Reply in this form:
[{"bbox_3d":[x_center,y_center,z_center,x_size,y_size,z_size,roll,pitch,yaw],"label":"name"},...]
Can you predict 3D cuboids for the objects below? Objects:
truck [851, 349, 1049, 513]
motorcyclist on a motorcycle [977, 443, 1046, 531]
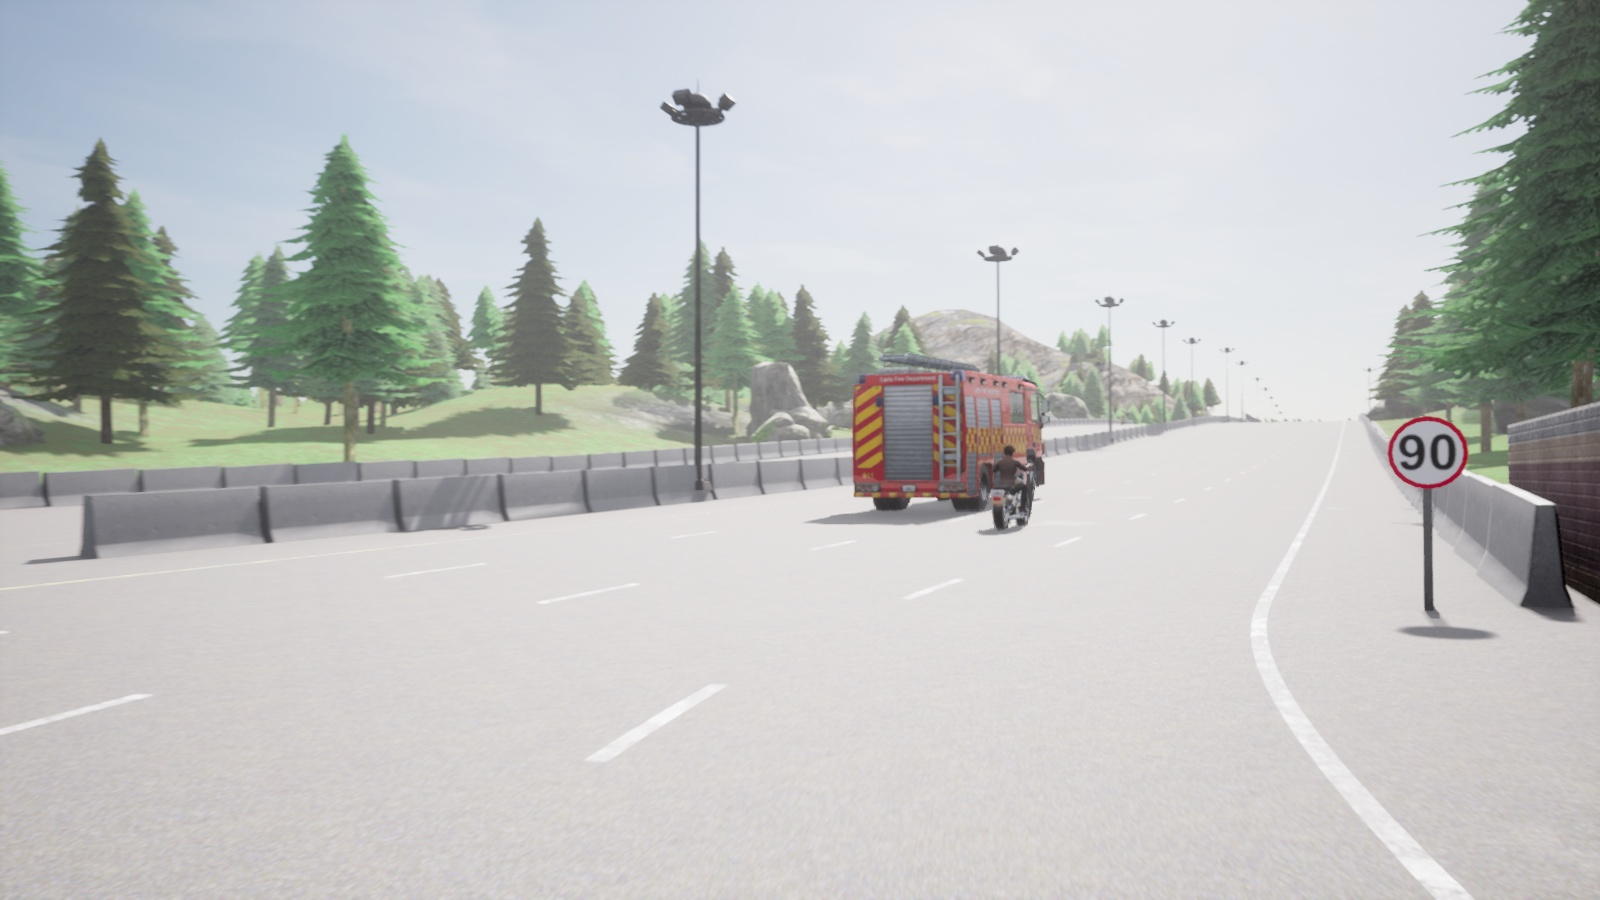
[{"bbox_3d":[4.276,-0.481,33.610,2.891,3.827,8.468,-1,1,24],"label":"truck"},{"bbox_3d":[4.173,0.692,24.615,0.766,1.649,2.350,-1,0,24],"label":"motorcyclist on a motorcycle"}]
